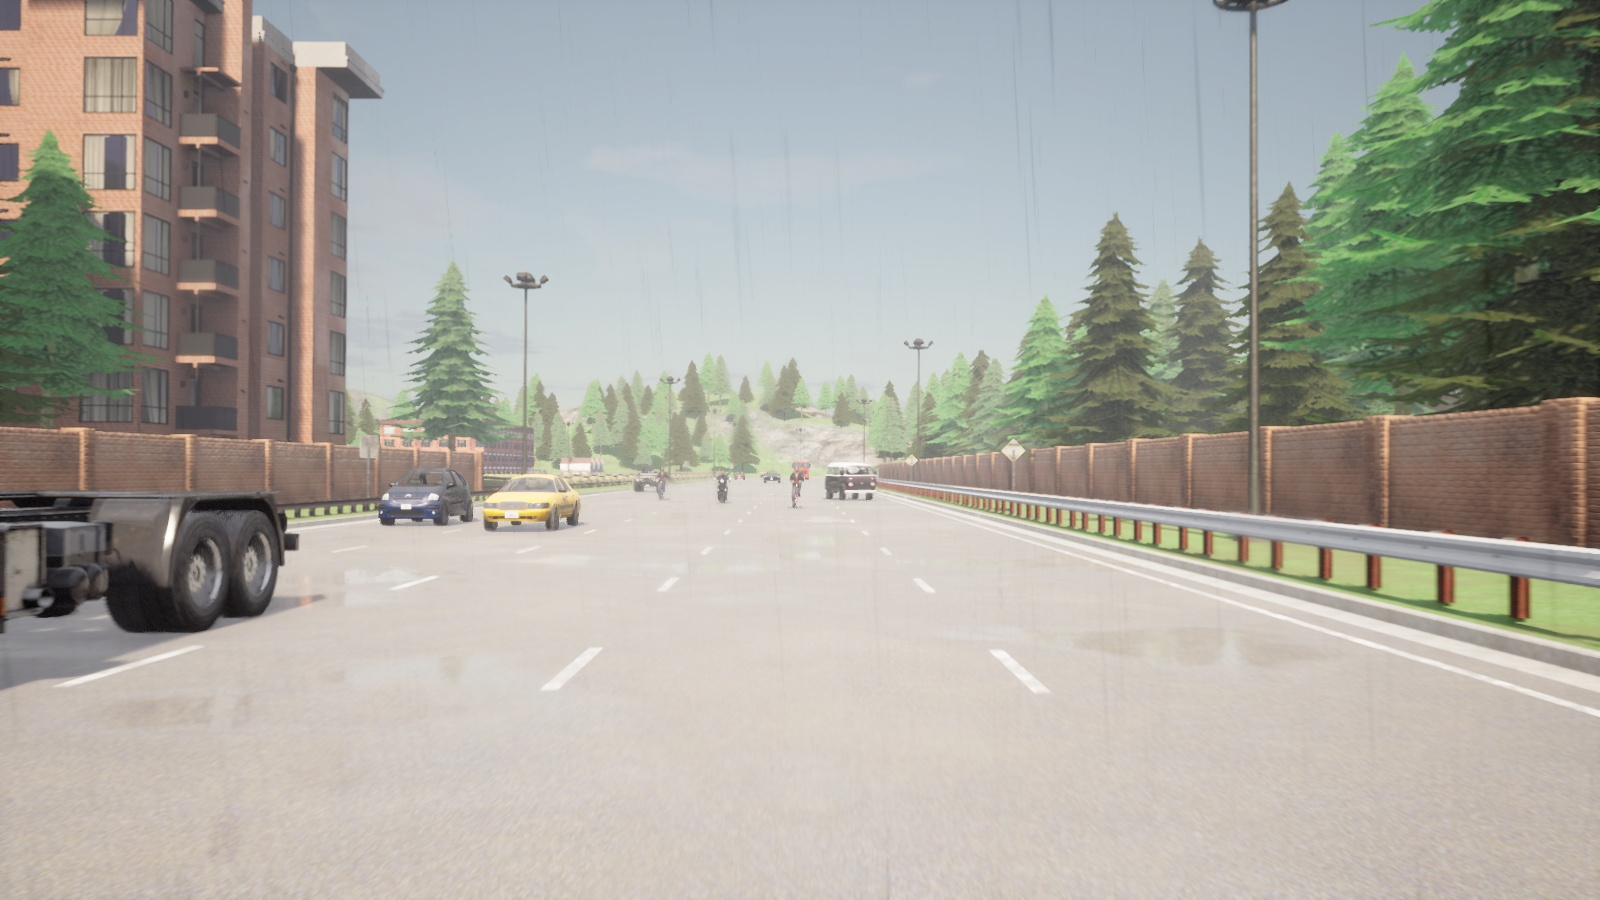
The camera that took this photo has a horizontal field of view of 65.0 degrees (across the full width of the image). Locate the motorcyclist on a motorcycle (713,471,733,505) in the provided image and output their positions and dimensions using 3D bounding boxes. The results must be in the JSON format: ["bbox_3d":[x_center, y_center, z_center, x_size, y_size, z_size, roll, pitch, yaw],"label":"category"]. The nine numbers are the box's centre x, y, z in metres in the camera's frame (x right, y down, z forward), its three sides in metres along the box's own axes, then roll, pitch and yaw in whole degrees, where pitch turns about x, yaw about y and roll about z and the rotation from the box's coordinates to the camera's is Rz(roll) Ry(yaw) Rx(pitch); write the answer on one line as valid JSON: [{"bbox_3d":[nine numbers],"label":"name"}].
[{"bbox_3d":[-3.645,1.778,59.503,0.866,1.590,1.817,0,-1,0],"label":"motorcyclist on a motorcycle"}]

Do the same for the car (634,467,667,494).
[{"bbox_3d":[-10.719,2.159,90.021,1.905,1.878,3.866,0,-1,0],"label":"car"}]

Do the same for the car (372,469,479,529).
[{"bbox_3d":[-10.587,1.353,35.769,1.851,1.617,3.988,0,-1,0],"label":"car"}]

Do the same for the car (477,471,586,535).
[{"bbox_3d":[-7.082,1.346,33.704,1.801,1.575,5.366,0,-1,0],"label":"car"}]

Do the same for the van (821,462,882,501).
[{"bbox_3d":[2.726,1.657,67.532,2.069,2.038,4.480,0,-1,-15],"label":"van"}]

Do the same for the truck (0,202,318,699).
[{"bbox_3d":[-7.030,0.038,10.587,2.891,3.462,7.936,0,-1,0],"label":"truck"}]
